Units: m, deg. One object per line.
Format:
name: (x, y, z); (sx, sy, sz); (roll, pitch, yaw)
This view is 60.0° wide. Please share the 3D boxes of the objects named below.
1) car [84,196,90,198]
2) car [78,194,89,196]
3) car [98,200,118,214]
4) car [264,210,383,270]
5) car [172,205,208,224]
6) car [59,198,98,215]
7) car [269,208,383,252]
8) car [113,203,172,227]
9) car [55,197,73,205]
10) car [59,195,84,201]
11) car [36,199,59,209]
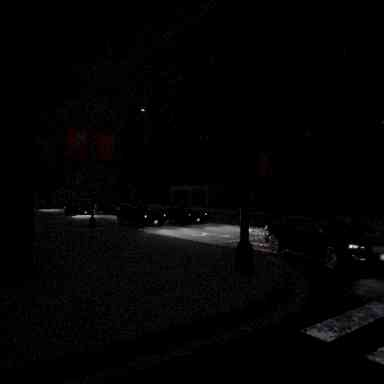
car: (-16.843, 1.805, 53.550); (1.895, 1.301, 4.718); (0, 0, -36)
car: (-21.898, 1.475, 66.151); (2.150, 2.045, 5.566); (0, 0, -36)
car: (-9.253, 1.624, 37.097); (2.128, 1.511, 4.902); (0, 0, -36)
car: (4.341, 1.504, 11.248); (2.128, 1.511, 4.902); (0, -1, -20)
car: (-0.834, 1.677, 25.365); (1.895, 1.301, 4.718); (0, 0, -36)
car: (-12.215, 1.674, 35.642); (2.033, 1.411, 5.357); (0, 0, -35)
car: (6.323, 1.575, 15.407); (2.033, 1.411, 5.357); (0, 0, -36)
car: (-3.664, 1.672, 23.738); (1.895, 1.301, 4.718); (0, 0, -36)
car: (-25.181, 1.745, 65.148); (2.128, 1.511, 4.902); (0, 0, -36)
car: (-18.470, 1.685, 50.066); (2.128, 1.511, 4.902); (0, 0, -36)
car: (-21.254, 1.794, 48.377); (1.994, 1.385, 4.181); (0, 0, -36)
